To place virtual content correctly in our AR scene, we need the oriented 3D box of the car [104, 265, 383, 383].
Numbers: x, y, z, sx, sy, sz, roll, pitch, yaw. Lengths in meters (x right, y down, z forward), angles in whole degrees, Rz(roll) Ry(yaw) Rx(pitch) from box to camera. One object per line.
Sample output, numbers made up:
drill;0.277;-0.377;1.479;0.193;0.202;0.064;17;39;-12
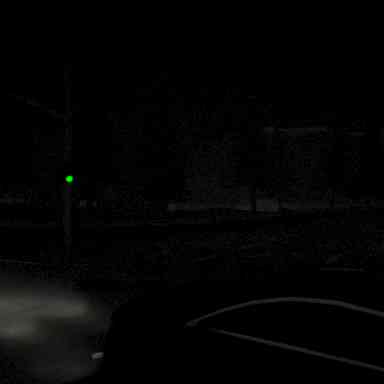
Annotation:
car;1.232;1.492;3.113;4.902;1.511;2.128;0;0;35
